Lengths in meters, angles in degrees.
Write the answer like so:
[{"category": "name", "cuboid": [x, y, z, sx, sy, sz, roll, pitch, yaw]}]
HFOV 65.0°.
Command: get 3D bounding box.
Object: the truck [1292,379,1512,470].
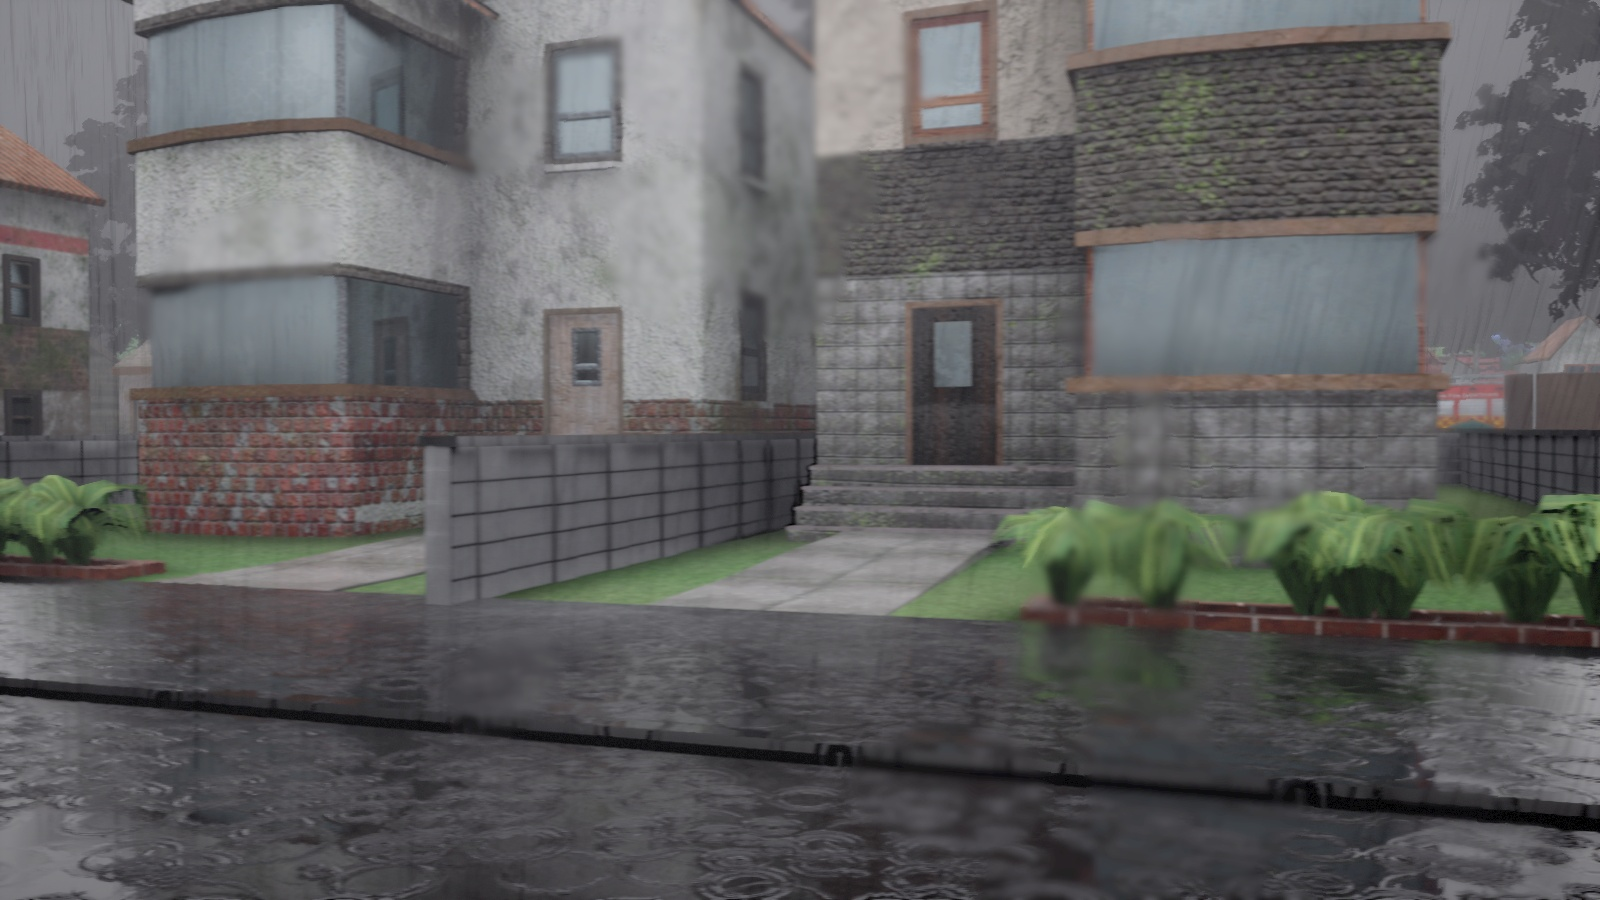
[{"category": "truck", "cuboid": [26.374, -1.128, 55.517, 8.468, 3.827, 2.891, 1, 1, 19]}]
